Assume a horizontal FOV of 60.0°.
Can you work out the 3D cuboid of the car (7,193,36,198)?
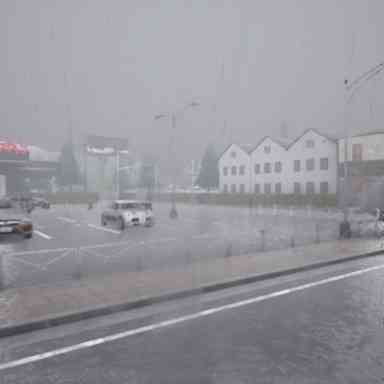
[{"bbox_3d":[-16.274,1.118,31.014,1.932,1.855,4.605,0,0,-36],"label":"car"}]

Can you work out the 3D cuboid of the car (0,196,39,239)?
[{"bbox_3d":[-8.731,1.171,15.041,2.152,1.636,5.027,0,0,-36],"label":"car"}]

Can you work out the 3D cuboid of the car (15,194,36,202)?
[{"bbox_3d":[-37.233,1.345,74.449,3.866,1.878,1.905,0,0,-36],"label":"car"}]

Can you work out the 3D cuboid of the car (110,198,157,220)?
[{"bbox_3d":[-4.809,1.330,26.898,2.007,1.523,4.514,0,0,-36],"label":"car"}]

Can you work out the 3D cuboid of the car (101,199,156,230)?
[{"bbox_3d":[-3.696,1.259,19.032,1.970,1.475,3.806,0,0,-36],"label":"car"}]

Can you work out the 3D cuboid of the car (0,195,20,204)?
[{"bbox_3d":[-37.475,1.506,67.321,4.611,1.667,2.242,0,0,-36],"label":"car"}]

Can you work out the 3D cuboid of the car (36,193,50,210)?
[{"bbox_3d":[-18.169,1.103,39.328,1.905,1.878,3.866,0,0,-36],"label":"car"}]

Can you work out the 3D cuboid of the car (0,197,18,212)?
[{"bbox_3d":[-21.231,1.382,37.894,1.970,1.475,3.806,0,0,-36],"label":"car"}]
